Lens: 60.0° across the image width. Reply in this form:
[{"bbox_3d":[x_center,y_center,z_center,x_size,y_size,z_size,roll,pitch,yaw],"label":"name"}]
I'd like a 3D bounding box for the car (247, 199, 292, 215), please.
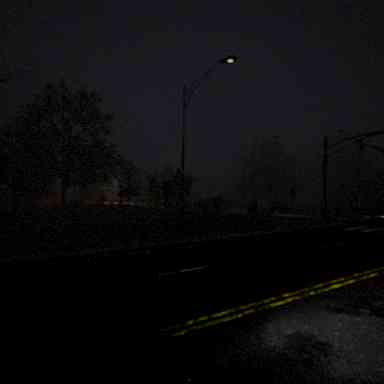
[{"bbox_3d":[7.743,1.462,33.490,1.882,1.535,5.008,2,-1,-36],"label":"car"}]

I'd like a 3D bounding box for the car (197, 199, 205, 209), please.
[{"bbox_3d":[1.946,1.605,41.445,1.994,1.385,4.181,2,-1,-37],"label":"car"}]

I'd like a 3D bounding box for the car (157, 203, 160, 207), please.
[{"bbox_3d":[-3.814,1.629,49.676,1.812,1.442,4.674,2,-1,-34],"label":"car"}]

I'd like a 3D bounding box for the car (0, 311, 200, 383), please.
[{"bbox_3d":[-2.135,1.495,1.914,4.902,1.511,2.128,0,0,-36],"label":"car"}]
